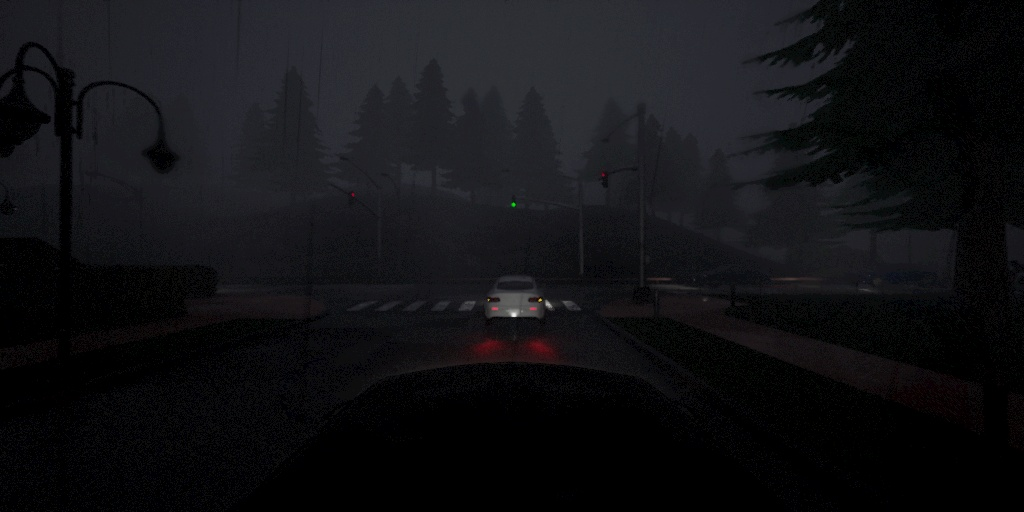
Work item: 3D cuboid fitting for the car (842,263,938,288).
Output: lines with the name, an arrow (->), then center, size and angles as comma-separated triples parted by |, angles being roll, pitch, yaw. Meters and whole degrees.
car -> 24.566, 1.229, 23.412 | 5.008, 1.535, 1.882 | 0, 0, 1

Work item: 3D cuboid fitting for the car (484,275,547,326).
car -> 0.175, 1.353, 11.980 | 1.812, 1.442, 4.674 | 0, 0, 3

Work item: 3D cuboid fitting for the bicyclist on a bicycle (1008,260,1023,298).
bicyclist on a bicycle -> 21.262, 0.997, 15.749 | 0.582, 1.620, 1.656 | 0, -1, -16

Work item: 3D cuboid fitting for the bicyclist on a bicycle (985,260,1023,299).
bicyclist on a bicycle -> 21.907, 0.997, 15.485 | 0.582, 1.620, 1.656 | 0, -1, -13

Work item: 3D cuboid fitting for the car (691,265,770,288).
car -> 14.245, 1.278, 23.447 | 4.674, 1.442, 1.812 | 0, 0, 0
